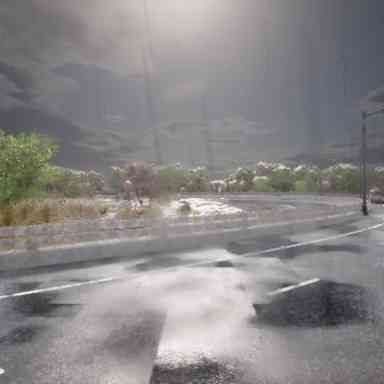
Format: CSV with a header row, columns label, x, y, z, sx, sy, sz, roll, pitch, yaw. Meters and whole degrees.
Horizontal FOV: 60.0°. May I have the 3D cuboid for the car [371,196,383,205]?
label,x,y,z,sx,sy,sz,roll,pitch,yaw
car,36.767,1.745,63.868,2.033,1.411,5.357,0,0,14

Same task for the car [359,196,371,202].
label,x,y,z,sx,sy,sz,roll,pitch,yaw
car,38.818,1.622,72.635,1.994,1.385,4.181,0,0,8

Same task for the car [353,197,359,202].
label,x,y,z,sx,sy,sz,roll,pitch,yaw
car,39.789,1.827,79.128,2.033,1.411,5.357,0,0,5

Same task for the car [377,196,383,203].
label,x,y,z,sx,sy,sz,roll,pitch,yaw
car,42.324,1.571,72.391,1.837,1.490,4.892,0,0,8
